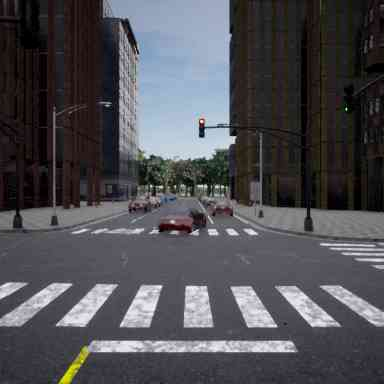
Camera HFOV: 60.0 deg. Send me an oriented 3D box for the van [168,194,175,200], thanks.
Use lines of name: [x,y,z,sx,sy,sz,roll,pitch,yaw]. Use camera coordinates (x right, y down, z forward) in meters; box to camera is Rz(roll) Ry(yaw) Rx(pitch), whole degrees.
van: [-5.743,1.376,91.541,1.690,1.788,3.998,0,0,0]

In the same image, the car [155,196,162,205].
car: [-5.752,1.592,48.040,1.802,1.307,4.206,0,0,0]

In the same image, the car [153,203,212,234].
car: [-0.471,1.572,19.712,1.994,1.385,4.181,1,0,17]

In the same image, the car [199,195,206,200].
car: [2.782,1.561,91.709,1.752,1.417,4.829,0,0,0]

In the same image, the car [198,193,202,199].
car: [2.779,1.549,75.396,1.752,1.417,4.829,0,0,0]

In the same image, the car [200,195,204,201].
car: [2.774,1.556,53.476,1.887,1.381,4.507,0,0,0]

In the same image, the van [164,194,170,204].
van: [-5.749,1.358,64.353,1.690,1.788,3.998,0,0,0]

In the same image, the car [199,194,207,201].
car: [2.775,1.559,58.914,1.887,1.381,4.507,0,0,0]

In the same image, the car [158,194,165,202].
car: [-5.751,1.537,53.308,1.752,1.417,4.829,0,0,0]

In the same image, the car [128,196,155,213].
car: [-5.755,1.321,37.165,2.192,1.841,5.009,0,0,0]

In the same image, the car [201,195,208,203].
car: [2.773,1.560,48.038,2.008,1.369,4.403,0,0,0]

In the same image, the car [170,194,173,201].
car: [-5.747,1.571,69.791,2.008,1.369,4.403,0,0,0]

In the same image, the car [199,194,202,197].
car: [2.777,1.542,64.521,1.752,1.417,4.829,0,0,0]

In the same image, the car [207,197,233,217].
car: [2.769,1.444,31.726,1.967,1.590,4.097,0,0,0]

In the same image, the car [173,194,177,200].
car: [-5.744,1.597,86.103,1.947,1.339,4.313,0,0,0]
